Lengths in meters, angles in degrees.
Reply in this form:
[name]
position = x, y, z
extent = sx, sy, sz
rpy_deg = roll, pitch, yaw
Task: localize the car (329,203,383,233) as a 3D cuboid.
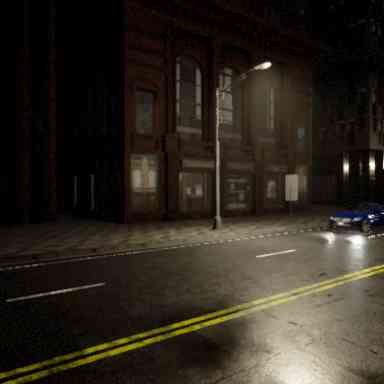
[car]
position = 9.539, 1.332, 18.432
extent = 4.674, 1.442, 1.812
rpy_deg = -1, 0, -35
